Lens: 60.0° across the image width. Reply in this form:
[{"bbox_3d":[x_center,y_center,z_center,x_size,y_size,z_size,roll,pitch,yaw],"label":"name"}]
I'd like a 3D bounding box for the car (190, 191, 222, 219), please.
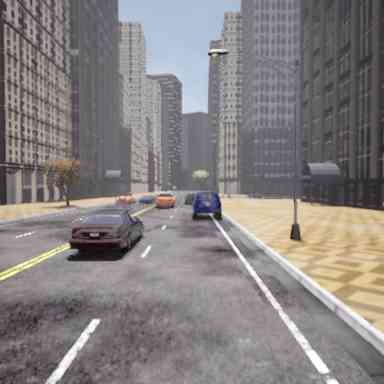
[{"bbox_3d":[1.134,0.956,26.154,2.150,2.045,5.566,0,1,0],"label":"car"}]

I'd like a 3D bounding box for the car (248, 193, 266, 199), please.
[{"bbox_3d":[15.907,0.994,81.628,4.403,1.369,2.008,1,1,-1],"label":"car"}]

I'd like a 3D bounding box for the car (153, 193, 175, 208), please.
[{"bbox_3d":[-3.158,0.933,40.820,2.097,1.767,4.553,0,1,0],"label":"car"}]

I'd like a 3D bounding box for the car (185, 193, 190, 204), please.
[{"bbox_3d":[0.024,0.854,48.623,2.097,1.767,4.553,0,1,0],"label":"car"}]

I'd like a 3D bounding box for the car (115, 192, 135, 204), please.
[{"bbox_3d":[-9.824,0.848,49.063,2.097,1.767,4.553,0,1,0],"label":"car"}]

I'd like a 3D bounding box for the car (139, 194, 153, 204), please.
[{"bbox_3d":[-6.575,1.047,48.847,2.033,1.411,5.357,0,1,0],"label":"car"}]

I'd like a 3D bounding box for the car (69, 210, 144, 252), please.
[{"bbox_3d":[-3.151,1.410,13.243,2.033,1.411,5.357,0,1,0],"label":"car"}]

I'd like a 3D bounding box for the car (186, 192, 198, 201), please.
[{"bbox_3d":[-0.010,0.854,62.348,2.128,1.511,4.902,0,1,0],"label":"car"}]
